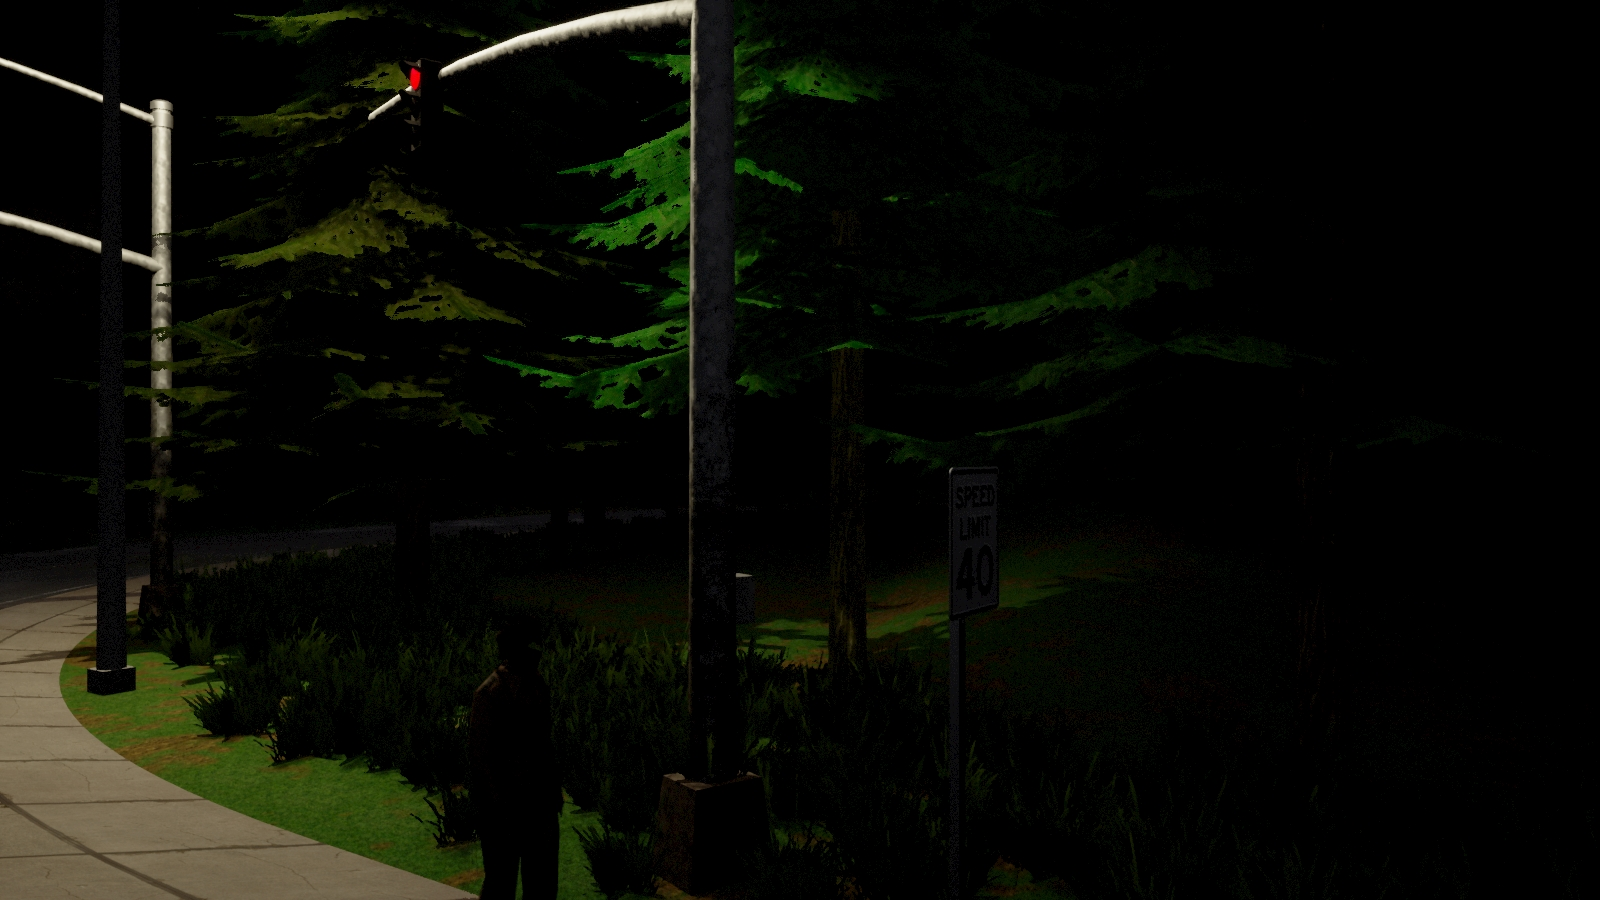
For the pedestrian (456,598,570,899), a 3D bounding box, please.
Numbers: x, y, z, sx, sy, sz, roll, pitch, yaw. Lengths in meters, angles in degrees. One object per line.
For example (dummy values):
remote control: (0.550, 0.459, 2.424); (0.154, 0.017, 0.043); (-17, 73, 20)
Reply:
pedestrian: (-1.374, 1.671, 5.476); (0.375, 1.860, 0.375); (0, 0, 34)
